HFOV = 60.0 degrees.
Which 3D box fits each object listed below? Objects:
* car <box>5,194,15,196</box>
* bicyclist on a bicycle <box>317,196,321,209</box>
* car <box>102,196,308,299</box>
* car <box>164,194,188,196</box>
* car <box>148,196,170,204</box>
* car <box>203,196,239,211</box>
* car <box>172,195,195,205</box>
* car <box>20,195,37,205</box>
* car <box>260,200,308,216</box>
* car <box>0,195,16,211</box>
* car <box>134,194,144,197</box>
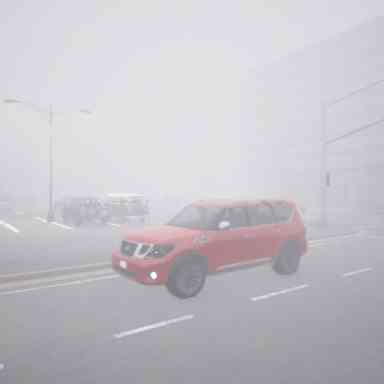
[{"bbox_3d":[-29.620,1.212,53.761,1.905,1.878,3.866,0,0,-35],"label":"car"},{"bbox_3d":[16.570,1.356,42.879,1.656,1.620,0.582,0,0,-35],"label":"bicyclist on a bicycle"},{"bbox_3d":[0.753,1.221,8.844,5.566,2.045,2.150,0,0,-36],"label":"car"},{"bbox_3d":[-2.495,1.277,50.746,2.150,2.045,5.566,0,0,-36],"label":"car"},{"bbox_3d":[-6.941,1.603,69.385,2.033,1.411,5.357,0,0,-35],"label":"car"},{"bbox_3d":[3.599,1.407,42.168,2.097,1.767,4.553,0,0,-35],"label":"car"},{"bbox_3d":[-1.573,1.407,61.855,2.097,1.767,4.553,0,0,-35],"label":"car"},{"bbox_3d":[-27.224,1.209,55.386,1.932,1.855,4.605,0,0,-35],"label":"car"},{"bbox_3d":[9.356,1.581,34.107,1.812,1.442,4.674,0,0,-36],"label":"car"},{"bbox_3d":[-21.753,1.451,37.932,1.970,1.475,3.806,0,0,-35],"label":"car"},{"bbox_3d":[-8.871,1.547,66.054,2.128,1.511,4.902,0,0,-35],"label":"car"}]
